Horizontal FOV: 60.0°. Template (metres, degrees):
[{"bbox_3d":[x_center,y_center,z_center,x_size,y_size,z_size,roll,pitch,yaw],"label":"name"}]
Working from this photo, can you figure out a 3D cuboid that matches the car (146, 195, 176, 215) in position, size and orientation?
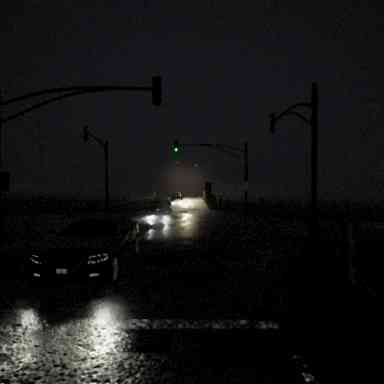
[{"bbox_3d":[-2.715,1.216,28.544,1.994,1.385,4.181,0,1,0],"label":"car"}]

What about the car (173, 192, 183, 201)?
[{"bbox_3d":[-2.542,0.782,56.992,2.128,1.511,4.902,0,1,0],"label":"car"}]

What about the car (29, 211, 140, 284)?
[{"bbox_3d":[-2.725,1.358,9.451,1.882,1.535,5.008,0,1,0],"label":"car"}]
